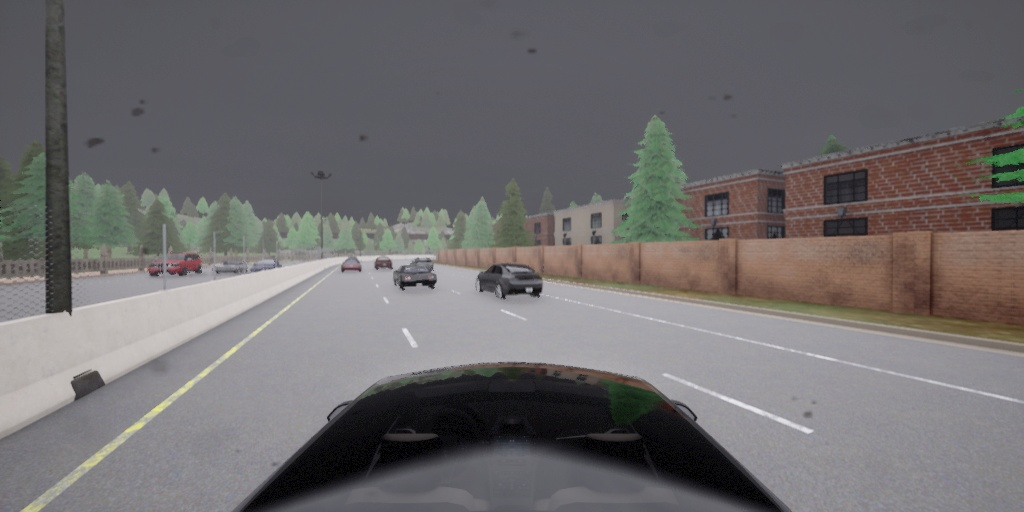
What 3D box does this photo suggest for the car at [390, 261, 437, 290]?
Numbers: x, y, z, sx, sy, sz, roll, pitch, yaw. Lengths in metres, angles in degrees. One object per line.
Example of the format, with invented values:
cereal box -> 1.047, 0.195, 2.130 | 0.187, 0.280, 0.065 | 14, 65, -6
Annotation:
car -> -5.750, 1.179, 20.813 | 1.895, 1.301, 4.718 | 0, 1, -23

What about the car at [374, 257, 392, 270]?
car -> -15.960, 0.852, 44.368 | 1.882, 1.535, 5.008 | 0, 0, -23

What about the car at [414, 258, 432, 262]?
car -> -9.682, 0.905, 38.687 | 2.128, 1.511, 4.902 | 0, 1, -23

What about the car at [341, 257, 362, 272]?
car -> -17.497, 0.992, 39.116 | 1.994, 1.385, 4.181 | 0, 0, -23

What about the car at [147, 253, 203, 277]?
car -> -29.870, 0.753, 32.031 | 2.150, 2.045, 5.566 | 0, 0, -23

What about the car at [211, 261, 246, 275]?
car -> -27.177, 1.098, 34.644 | 1.895, 1.301, 4.718 | 0, 1, -23

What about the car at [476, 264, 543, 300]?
car -> -0.258, 1.108, 16.944 | 1.837, 1.490, 4.892 | 0, 1, -23

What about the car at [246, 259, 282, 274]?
car -> -22.887, 1.023, 33.508 | 1.812, 1.442, 4.674 | 0, 1, -23
